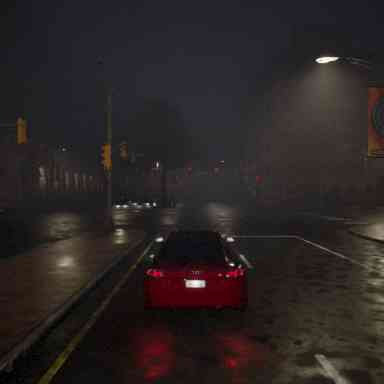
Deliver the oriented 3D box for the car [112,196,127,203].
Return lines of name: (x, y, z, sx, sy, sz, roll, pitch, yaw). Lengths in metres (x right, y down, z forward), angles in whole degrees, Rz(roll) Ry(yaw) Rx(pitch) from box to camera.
car: (-14.776, 1.595, 67.893, 1.895, 1.301, 4.718, 0, 0, 0)

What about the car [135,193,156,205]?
car: (-8.103, 1.221, 58.651, 2.150, 2.045, 5.566, 0, 0, 0)

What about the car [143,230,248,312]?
car: (0.072, 1.564, 7.787, 1.994, 1.385, 4.181, 0, 0, 0)

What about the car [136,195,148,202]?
car: (-11.531, 1.478, 76.649, 1.882, 1.535, 5.008, 0, 0, 0)

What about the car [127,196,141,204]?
car: (-11.553, 1.564, 66.231, 1.994, 1.385, 4.181, 0, 0, 0)

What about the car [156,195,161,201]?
car: (-8.032, 1.601, 68.450, 1.895, 1.301, 4.718, 0, 0, 0)

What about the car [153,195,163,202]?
car: (-8.031, 1.500, 78.654, 1.837, 1.490, 4.892, 0, 0, 0)

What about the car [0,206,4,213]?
car: (-20.139, 1.507, 30.827, 4.892, 1.490, 1.837, -1, 0, 0)

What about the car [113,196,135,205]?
car: (-11.605, 1.564, 56.937, 1.994, 1.385, 4.181, 0, 0, 0)
